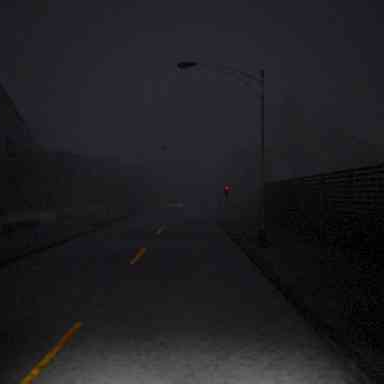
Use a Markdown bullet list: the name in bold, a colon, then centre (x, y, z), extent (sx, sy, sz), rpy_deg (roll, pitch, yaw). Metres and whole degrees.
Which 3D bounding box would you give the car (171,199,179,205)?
- **car**: centre (-3.985, 2.442, 78.918), extent (1.882, 1.535, 5.008), rpy_deg (0, -1, 0)
